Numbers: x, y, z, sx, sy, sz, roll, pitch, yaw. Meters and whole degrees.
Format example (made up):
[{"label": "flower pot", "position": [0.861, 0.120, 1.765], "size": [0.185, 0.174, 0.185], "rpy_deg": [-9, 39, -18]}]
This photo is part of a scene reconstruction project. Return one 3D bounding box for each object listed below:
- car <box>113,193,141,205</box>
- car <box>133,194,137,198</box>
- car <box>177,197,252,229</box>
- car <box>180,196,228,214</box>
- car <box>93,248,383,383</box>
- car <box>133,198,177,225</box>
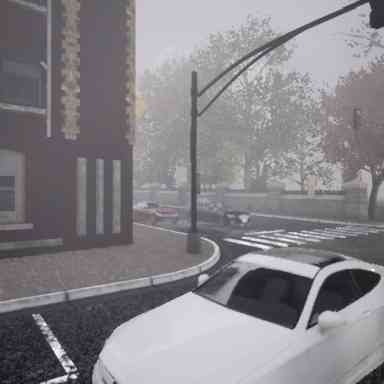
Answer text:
[{"label": "car", "position": [-8.652, 0.863, 43.897], "size": [2.008, 1.369, 4.403], "rpy_deg": [1, 0, -36]}, {"label": "car", "position": [-6.624, 1.019, 31.190], "size": [1.812, 1.442, 4.674], "rpy_deg": [0, 1, -36]}, {"label": "car", "position": [1.471, 1.233, 19.883], "size": [2.128, 1.511, 4.902], "rpy_deg": [0, 1, -34]}, {"label": "car", "position": [0.979, 1.128, 30.571], "size": [1.752, 1.417, 4.829], "rpy_deg": [1, 0, -36]}, {"label": "car", "position": [1.156, 1.517, 4.153], "size": [4.674, 1.442, 1.812], "rpy_deg": [-1, 1, -40]}, {"label": "car", "position": [-2.474, 1.256, 21.042], "size": [1.802, 1.307, 4.206], "rpy_deg": [2, 0, -36]}]
